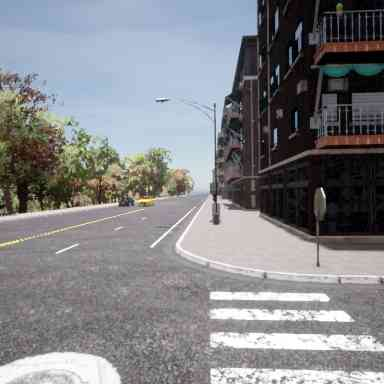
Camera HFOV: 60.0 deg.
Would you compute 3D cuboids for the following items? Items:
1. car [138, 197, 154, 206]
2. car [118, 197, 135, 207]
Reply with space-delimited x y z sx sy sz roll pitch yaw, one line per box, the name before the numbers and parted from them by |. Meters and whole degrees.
car | -7.304 1.481 53.636 1.882 1.535 5.008 -1 0 3
car | -10.548 1.552 53.831 1.837 1.490 4.892 -1 0 3
